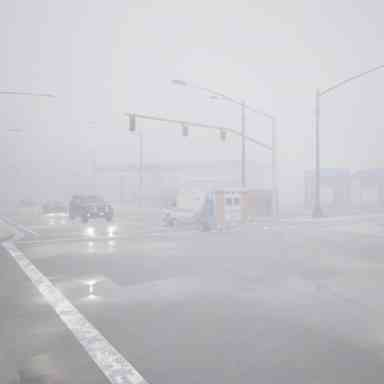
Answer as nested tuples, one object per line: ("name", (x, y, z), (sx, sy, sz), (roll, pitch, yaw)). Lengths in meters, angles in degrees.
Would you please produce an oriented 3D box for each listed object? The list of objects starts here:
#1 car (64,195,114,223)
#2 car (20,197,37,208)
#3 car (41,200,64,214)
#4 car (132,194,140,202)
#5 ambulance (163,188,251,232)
("car", (-8.180, 1.248, 26.548), (2.150, 2.045, 5.566), (0, 0, -35))
("car", (-24.440, 1.526, 49.664), (1.837, 1.490, 4.892), (0, 0, -35))
("car", (-15.087, 1.587, 36.350), (1.994, 1.385, 4.181), (0, 0, -35))
("car", (-10.533, 1.252, 71.315), (4.611, 1.667, 2.242), (0, 0, -34))
("ambulance", (0.557, 1.041, 20.415), (2.351, 2.431, 6.366), (0, 0, -35))
